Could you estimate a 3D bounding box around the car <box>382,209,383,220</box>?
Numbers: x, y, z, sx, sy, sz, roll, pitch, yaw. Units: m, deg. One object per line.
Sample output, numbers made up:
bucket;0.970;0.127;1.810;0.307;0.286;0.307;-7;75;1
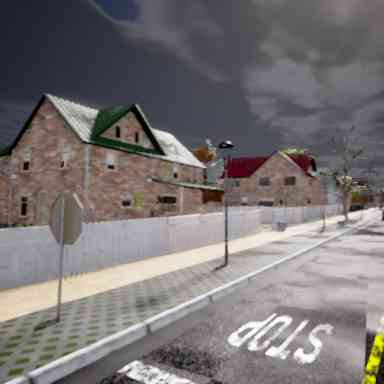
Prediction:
car;22.436;2.344;37.216;1.882;1.535;5.008;-1;-2;33
